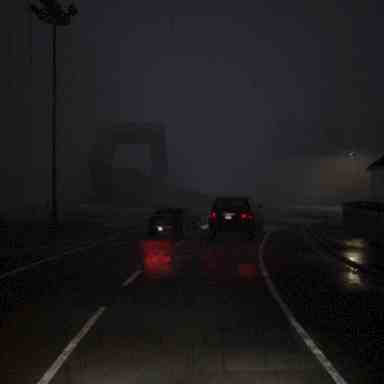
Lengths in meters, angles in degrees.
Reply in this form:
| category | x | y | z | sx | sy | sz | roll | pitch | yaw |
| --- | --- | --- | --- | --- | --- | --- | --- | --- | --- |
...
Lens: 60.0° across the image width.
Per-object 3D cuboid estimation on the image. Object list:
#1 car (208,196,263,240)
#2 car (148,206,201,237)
| category | x | y | z | sx | sy | sz | roll | pitch | yaw |
| --- | --- | --- | --- | --- | --- | --- | --- | --- | --- |
| car | 2.432 | 1.235 | 17.529 | 2.150 | 2.045 | 5.566 | 0 | 0 | 17 |
| car | -0.839 | 1.519 | 18.439 | 1.837 | 1.490 | 4.892 | 0 | 0 | 17 |
